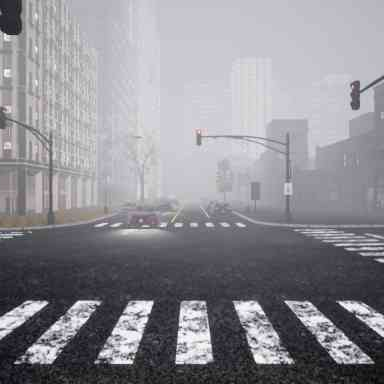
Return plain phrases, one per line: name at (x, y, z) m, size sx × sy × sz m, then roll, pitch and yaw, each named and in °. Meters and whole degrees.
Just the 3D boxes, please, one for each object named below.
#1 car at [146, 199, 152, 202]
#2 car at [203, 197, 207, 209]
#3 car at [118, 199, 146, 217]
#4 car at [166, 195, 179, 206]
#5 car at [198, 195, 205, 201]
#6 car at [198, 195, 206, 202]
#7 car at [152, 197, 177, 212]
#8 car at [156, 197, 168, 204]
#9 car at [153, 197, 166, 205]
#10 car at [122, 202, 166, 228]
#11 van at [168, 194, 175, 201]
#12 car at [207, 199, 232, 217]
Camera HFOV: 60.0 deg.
car at (-5.714, 1.541, 41.767) m, size 1.752 × 1.417 × 4.829 m, roll 0°, pitch 0°, yaw 0°
car at (2.667, 1.598, 41.943) m, size 1.802 × 1.307 × 4.206 m, roll 0°, pitch 0°, yaw 0°
car at (-5.707, 1.591, 30.855) m, size 1.802 × 1.307 × 4.206 m, roll 0°, pitch 0°, yaw 0°
car at (-3.112, 1.588, 54.189) m, size 1.994 × 1.385 × 4.181 m, roll 0°, pitch 0°, yaw 0°
car at (2.637, 1.639, 91.810) m, size 1.947 × 1.339 × 4.313 m, roll 0°, pitch 0°, yaw 0°
car at (2.647, 1.600, 75.187) m, size 2.008 × 1.369 × 4.403 m, roll 0°, pitch 0°, yaw 0°
car at (-3.121, 1.578, 38.338) m, size 1.994 × 1.385 × 4.181 m, roll 0°, pitch 0°, yaw 0°
car at (-5.727, 1.600, 64.101) m, size 1.947 × 1.339 × 4.313 m, roll 0°, pitch 0°, yaw 0°
car at (-5.724, 1.594, 58.559) m, size 1.947 × 1.339 × 4.313 m, roll 0°, pitch 0°, yaw 0°
car at (-3.112, 1.569, 22.247) m, size 1.994 × 1.385 × 4.181 m, roll 0°, pitch 0°, yaw 0°
van at (-5.743, 1.414, 91.805) m, size 1.690 × 1.788 × 3.998 m, roll 0°, pitch 0°, yaw 0°
car at (2.674, 1.554, 30.860) m, size 1.887 × 1.381 × 4.507 m, roll 0°, pitch 0°, yaw 0°
